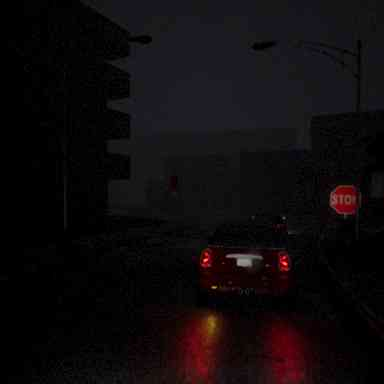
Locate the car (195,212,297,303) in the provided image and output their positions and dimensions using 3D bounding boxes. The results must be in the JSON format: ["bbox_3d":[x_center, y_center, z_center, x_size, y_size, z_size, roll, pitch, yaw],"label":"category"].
[{"bbox_3d":[1.452,1.462,8.779,2.097,1.767,4.553,0,-1,11],"label":"car"}]

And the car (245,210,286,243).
[{"bbox_3d":[4.213,1.823,18.557,1.994,1.385,4.181,1,-1,16],"label":"car"}]
